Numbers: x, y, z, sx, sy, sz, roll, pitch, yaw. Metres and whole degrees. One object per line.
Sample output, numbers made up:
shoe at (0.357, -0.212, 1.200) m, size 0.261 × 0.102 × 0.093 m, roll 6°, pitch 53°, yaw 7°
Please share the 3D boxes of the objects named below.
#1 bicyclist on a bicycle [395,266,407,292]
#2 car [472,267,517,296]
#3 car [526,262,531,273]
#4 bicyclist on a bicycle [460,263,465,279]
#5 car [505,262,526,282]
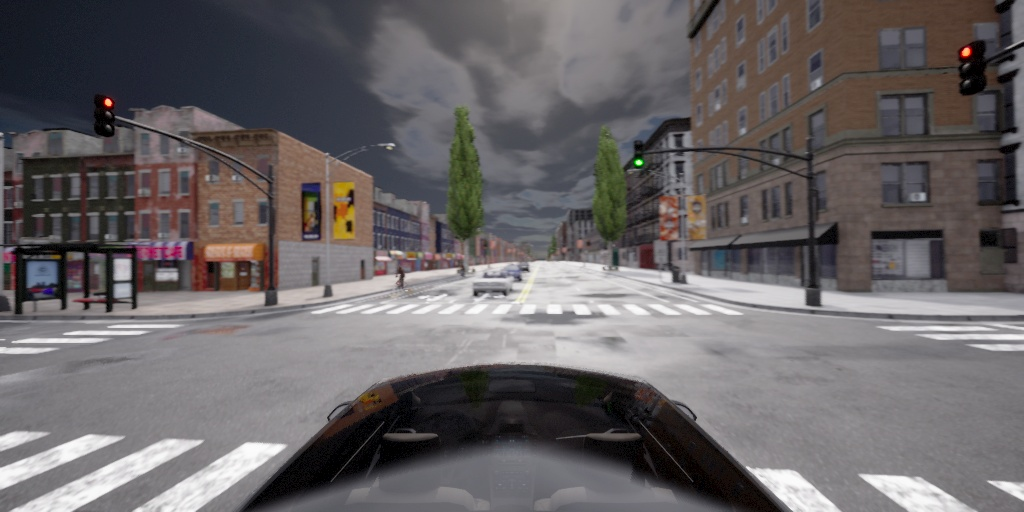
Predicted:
bicyclist on a bicycle at (-7.040, 1.465, 22.751) m, size 0.582 × 1.620 × 1.656 m, roll -1°, pitch 0°, yaw 7°
car at (-1.006, 1.514, 20.733) m, size 1.895 × 1.301 × 4.718 m, roll -1°, pitch 0°, yaw 5°
car at (1.662, 1.645, 51.779) m, size 1.837 × 1.490 × 4.892 m, roll -1°, pitch -1°, yaw 5°
bicyclist on a bicycle at (-5.242, 1.569, 38.047) m, size 0.582 × 1.620 × 1.656 m, roll -1°, pitch 0°, yaw 7°
car at (-0.010, 1.524, 32.393) m, size 1.812 × 1.442 × 4.674 m, roll -1°, pitch 0°, yaw 5°
